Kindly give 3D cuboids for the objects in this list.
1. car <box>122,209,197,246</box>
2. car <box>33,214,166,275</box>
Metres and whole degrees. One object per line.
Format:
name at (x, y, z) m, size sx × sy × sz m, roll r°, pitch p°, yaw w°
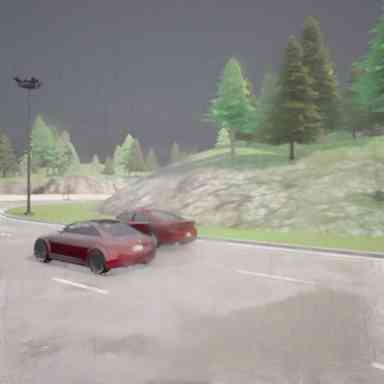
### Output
car at (-2.137, 1.448, 14.078) m, size 5.008 × 1.535 × 1.882 m, roll 1°, pitch 0°, yaw 36°
car at (-3.138, 1.539, 10.485) m, size 4.181 × 1.385 × 1.994 m, roll 0°, pitch 0°, yaw 36°
